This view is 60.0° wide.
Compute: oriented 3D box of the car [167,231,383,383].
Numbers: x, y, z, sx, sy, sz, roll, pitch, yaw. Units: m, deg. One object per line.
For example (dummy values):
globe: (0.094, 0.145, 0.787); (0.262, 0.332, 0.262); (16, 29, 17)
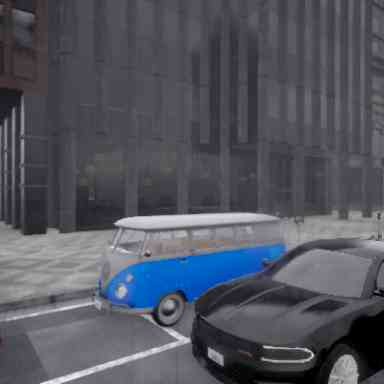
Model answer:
car: (2.290, 1.484, 4.993); (5.008, 1.535, 1.882); (0, 0, -35)

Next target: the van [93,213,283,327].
van: (0.154, 1.346, 6.741); (3.998, 1.788, 1.690); (0, 0, -35)

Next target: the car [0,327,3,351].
car: (-4.423, 1.439, 3.499); (4.097, 1.590, 1.967); (0, 0, -35)
